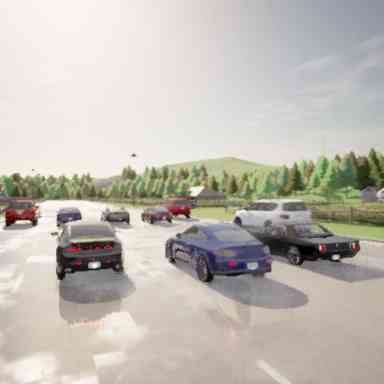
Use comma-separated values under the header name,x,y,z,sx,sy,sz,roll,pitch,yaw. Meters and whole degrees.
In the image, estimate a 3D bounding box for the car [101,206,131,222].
name,x,y,z,sx,sy,sz,roll,pitch,yaw
car,-6.357,1.917,27.460,2.128,1.511,4.902,0,-1,-22

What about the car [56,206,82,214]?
name,x,y,z,sx,sy,sz,roll,pitch,yaw
car,-10.160,1.936,27.529,1.882,1.535,5.008,0,-1,-22

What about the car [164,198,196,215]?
name,x,y,z,sx,sy,sz,roll,pitch,yaw
car,-1.919,1.715,35.157,2.150,2.045,5.566,0,-1,-22

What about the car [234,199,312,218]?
name,x,y,z,sx,sy,sz,roll,pitch,yaw
car,4.486,1.447,19.297,2.150,2.045,5.566,0,-1,-22

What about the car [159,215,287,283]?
name,x,y,z,sx,sy,sz,roll,pitch,yaw
car,0.612,1.660,10.198,1.812,1.442,4.674,0,-1,-22

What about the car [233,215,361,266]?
name,x,y,z,sx,sy,sz,roll,pitch,yaw
car,3.570,1.738,12.222,1.895,1.301,4.718,0,-1,-22

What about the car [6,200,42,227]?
name,x,y,z,sx,sy,sz,roll,pitch,yaw
car,-14.135,1.718,27.923,2.150,2.045,5.566,0,-1,-22

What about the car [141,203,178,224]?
name,x,y,z,sx,sy,sz,roll,pitch,yaw
car,-3.076,1.940,28.646,1.812,1.442,4.674,0,-1,-22

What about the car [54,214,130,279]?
name,x,y,z,sx,sy,sz,roll,pitch,yaw
car,-3.430,1.682,10.859,1.837,1.490,4.892,0,-1,-22

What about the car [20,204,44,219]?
name,x,y,z,sx,sy,sz,roll,pitch,yaw
car,-18.400,2.166,38.384,2.128,1.511,4.902,0,-1,-21
